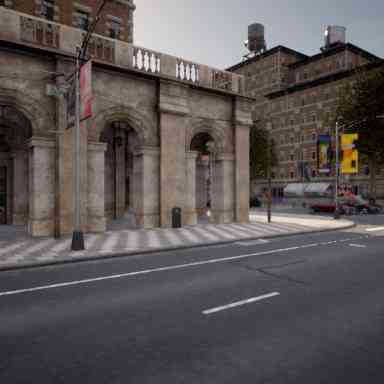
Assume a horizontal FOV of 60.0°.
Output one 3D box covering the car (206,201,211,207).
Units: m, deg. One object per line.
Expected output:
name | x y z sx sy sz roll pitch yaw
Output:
car | 1.151 1.595 46.040 1.895 1.301 4.718 0 0 -36

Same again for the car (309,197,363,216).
car | 14.024 1.352 33.116 2.097 1.767 4.553 0 0 -33

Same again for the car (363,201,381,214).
car | 17.204 1.505 35.166 1.837 1.490 4.892 0 0 -37

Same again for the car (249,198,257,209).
car | 6.126 1.563 44.514 1.994 1.385 4.181 0 0 -36

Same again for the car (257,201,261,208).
car | 7.829 1.477 48.144 1.882 1.535 5.008 0 0 -36
